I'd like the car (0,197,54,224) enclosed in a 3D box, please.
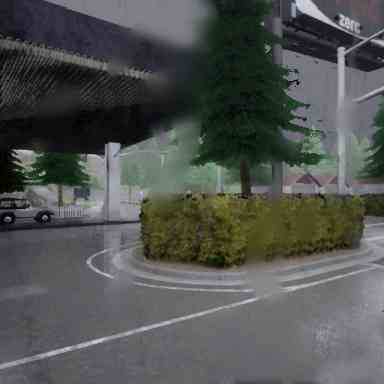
[{"bbox_3d":[-11.964,1.313,23.481,3.866,1.878,1.905,0,0,-36],"label":"car"}]
